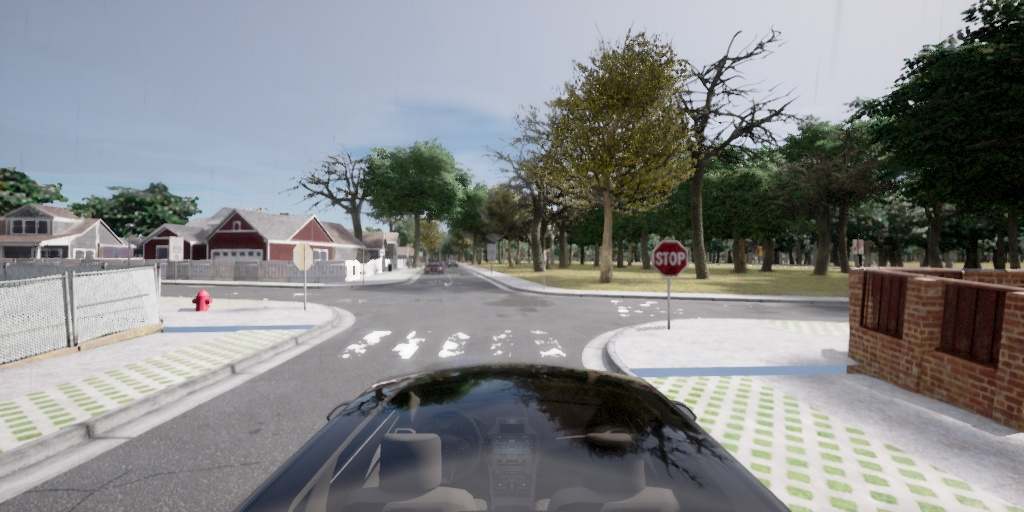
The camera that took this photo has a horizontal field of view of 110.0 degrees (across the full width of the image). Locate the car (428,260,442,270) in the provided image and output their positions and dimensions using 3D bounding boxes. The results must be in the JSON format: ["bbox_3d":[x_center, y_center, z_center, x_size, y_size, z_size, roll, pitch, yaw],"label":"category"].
[{"bbox_3d":[-11.180,1.275,52.304,1.812,1.442,4.674,0,0,-11],"label":"car"}]

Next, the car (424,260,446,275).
[{"bbox_3d":[-8.235,1.269,37.852,1.994,1.385,4.181,0,0,-12],"label":"car"}]

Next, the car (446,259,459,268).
[{"bbox_3d":[-10.335,1.406,62.316,1.895,1.301,4.718,0,0,-12],"label":"car"}]
